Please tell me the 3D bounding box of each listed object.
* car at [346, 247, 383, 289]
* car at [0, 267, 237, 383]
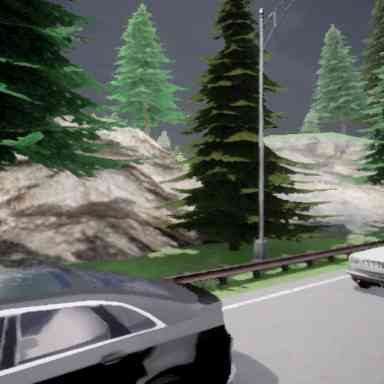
[{"bbox_3d":[5.853,1.638,8.088,4.718,1.301,1.895,0,0,-34],"label":"car"},{"bbox_3d":[-1.853,1.492,2.643,4.902,1.511,2.128,0,0,-35],"label":"car"}]
